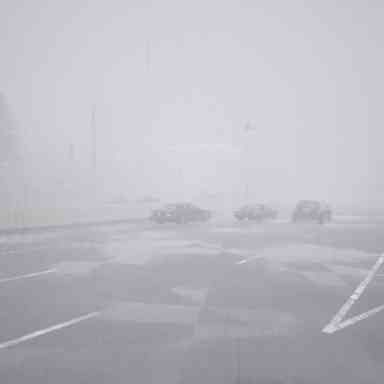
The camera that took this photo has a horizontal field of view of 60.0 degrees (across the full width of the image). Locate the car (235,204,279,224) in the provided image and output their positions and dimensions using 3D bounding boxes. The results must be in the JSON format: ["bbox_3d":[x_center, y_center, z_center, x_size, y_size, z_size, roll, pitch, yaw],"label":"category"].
[{"bbox_3d":[4.962,1.552,24.835,1.895,1.301,4.718,1,0,32],"label":"car"}]

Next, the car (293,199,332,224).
[{"bbox_3d":[9.126,1.361,24.978,2.097,1.767,4.553,1,0,32],"label":"car"}]

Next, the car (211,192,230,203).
[{"bbox_3d":[5.584,0.994,65.249,2.150,2.045,5.566,1,1,21],"label":"car"}]

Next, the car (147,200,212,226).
[{"bbox_3d":[-0.635,1.430,22.501,2.033,1.411,5.357,1,0,33],"label":"car"}]
